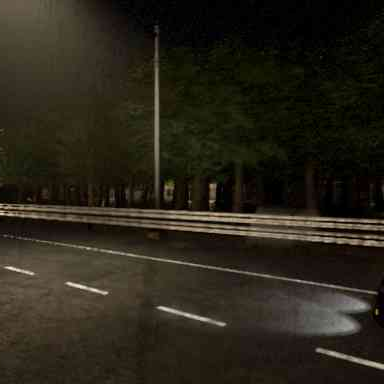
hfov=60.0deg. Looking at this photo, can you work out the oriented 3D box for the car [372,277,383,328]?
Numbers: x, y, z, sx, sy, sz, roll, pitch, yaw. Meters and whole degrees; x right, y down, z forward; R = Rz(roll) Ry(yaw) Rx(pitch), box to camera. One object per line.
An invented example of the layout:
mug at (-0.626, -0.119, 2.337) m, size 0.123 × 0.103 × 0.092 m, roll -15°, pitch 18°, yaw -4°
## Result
car at (4.923, 1.568, 4.658) m, size 4.181 × 1.385 × 1.994 m, roll 0°, pitch 0°, yaw 35°
